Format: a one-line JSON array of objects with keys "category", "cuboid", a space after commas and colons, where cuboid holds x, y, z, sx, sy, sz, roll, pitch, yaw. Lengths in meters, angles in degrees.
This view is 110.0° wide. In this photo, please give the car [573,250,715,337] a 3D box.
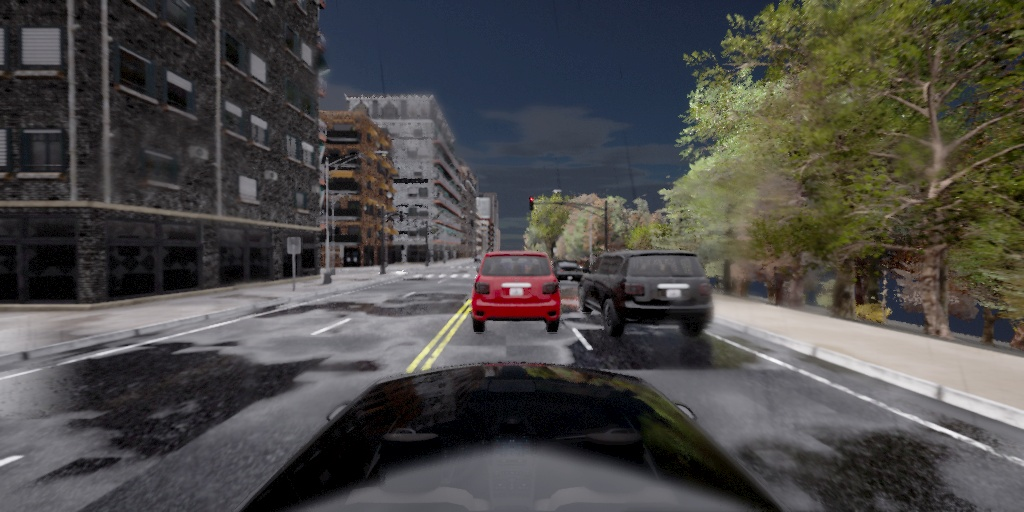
[{"category": "car", "cuboid": [3.348, 0.874, 10.100, 2.150, 2.045, 5.566, 0, 0, 0]}]

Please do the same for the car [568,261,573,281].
[{"category": "car", "cuboid": [3.353, 1.019, 23.500, 1.837, 1.490, 4.892, 0, 1, -1]}]

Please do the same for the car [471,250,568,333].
[{"category": "car", "cuboid": [0.094, 0.872, 10.598, 2.150, 2.045, 5.566, 0, 0, 0]}]

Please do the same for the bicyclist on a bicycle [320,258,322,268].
[{"category": "bicyclist on a bicycle", "cuboid": [-24.896, 0.853, 46.185, 0.582, 1.620, 1.656, -1, 1, -1]}]
